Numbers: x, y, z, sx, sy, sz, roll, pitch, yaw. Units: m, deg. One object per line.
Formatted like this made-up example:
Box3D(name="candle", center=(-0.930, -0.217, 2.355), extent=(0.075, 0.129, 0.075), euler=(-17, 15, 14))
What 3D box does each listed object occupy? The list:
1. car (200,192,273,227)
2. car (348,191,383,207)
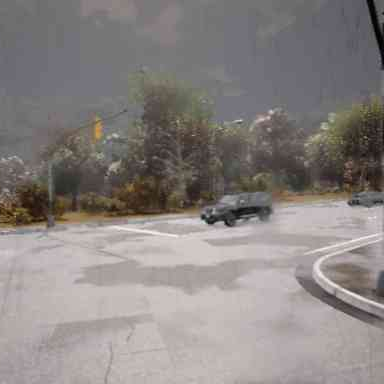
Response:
Box3D(name="car", center=(3.126, 1.073, 22.384), extent=(5.566, 2.045, 2.150), euler=(-2, 1, -38))
Box3D(name="car", center=(16.802, 0.619, 31.783), extent=(4.181, 1.385, 1.994), euler=(-4, 2, -30))
